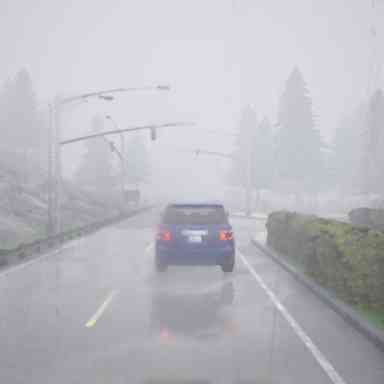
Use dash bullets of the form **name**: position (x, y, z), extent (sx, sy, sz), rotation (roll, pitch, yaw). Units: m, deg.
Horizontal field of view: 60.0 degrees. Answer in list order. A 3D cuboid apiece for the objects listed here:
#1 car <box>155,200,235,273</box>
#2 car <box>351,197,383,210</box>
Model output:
- **car**: position (0.087, 1.257, 10.864), extent (2.150, 2.045, 5.566), rotation (0, 0, 0)
- **car**: position (16.133, 1.472, 27.651), extent (5.566, 2.045, 2.150), rotation (0, 0, 0)
